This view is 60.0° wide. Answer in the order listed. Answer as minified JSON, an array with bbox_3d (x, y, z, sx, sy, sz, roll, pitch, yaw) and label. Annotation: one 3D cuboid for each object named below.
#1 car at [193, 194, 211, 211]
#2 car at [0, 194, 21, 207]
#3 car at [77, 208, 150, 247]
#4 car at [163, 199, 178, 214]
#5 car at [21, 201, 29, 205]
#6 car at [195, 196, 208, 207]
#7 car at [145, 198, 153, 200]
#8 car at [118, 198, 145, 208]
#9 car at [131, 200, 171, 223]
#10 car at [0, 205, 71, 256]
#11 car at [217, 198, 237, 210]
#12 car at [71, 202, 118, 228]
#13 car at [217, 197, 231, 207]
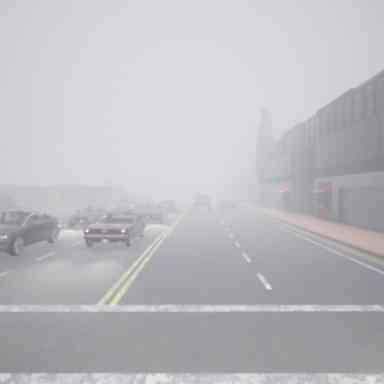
[{"bbox_3d":[1.260,1.247,42.137,2.150,2.045,5.566,0,0,2],"label":"car"},{"bbox_3d":[-20.919,1.175,35.408,3.866,1.878,1.905,0,0,0],"label":"car"},{"bbox_3d":[-3.349,1.610,15.223,1.895,1.301,4.718,0,0,2],"label":"car"},{"bbox_3d":[-2.574,1.526,35.564,1.837,1.490,4.892,0,0,2],"label":"car"},{"bbox_3d":[-20.880,1.416,38.303,3.806,1.475,1.970,0,0,0],"label":"car"},{"bbox_3d":[1.536,1.509,52.740,1.882,1.535,5.008,0,0,2],"label":"car"},{"bbox_3d":[-5.842,1.502,42.188,1.882,1.535,5.008,0,0,2],"label":"car"},{"bbox_3d":[-6.214,1.370,32.079,2.097,1.767,4.553,0,0,2],"label":"car"},{"bbox_3d":[-3.002,1.579,25.279,1.994,1.385,4.181,0,0,2],"label":"car"},{"bbox_3d":[-6.908,1.499,13.163,2.128,1.511,4.902,0,0,2],"label":"car"},{"bbox_3d":[4.694,1.590,43.002,1.994,1.385,4.181,0,0,2],"label":"car"},{"bbox_3d":[-6.631,1.576,22.073,1.994,1.385,4.181,0,0,2],"label":"car"},{"bbox_3d":[5.040,1.596,52.790,1.994,1.385,4.181,0,0,2],"label":"car"}]
